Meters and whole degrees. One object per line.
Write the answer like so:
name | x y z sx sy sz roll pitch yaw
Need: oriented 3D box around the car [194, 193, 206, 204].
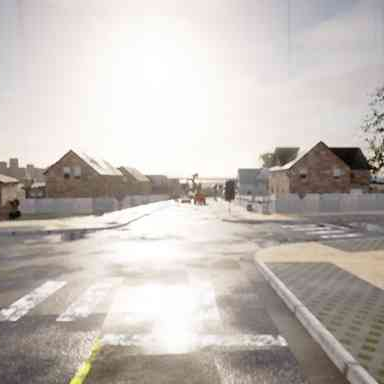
car | 1.480 1.228 62.281 2.150 2.045 5.566 0 0 3

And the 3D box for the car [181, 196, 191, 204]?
car | -1.083 1.566 66.552 2.033 1.411 5.357 0 0 3
